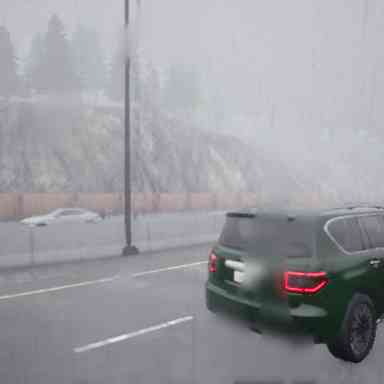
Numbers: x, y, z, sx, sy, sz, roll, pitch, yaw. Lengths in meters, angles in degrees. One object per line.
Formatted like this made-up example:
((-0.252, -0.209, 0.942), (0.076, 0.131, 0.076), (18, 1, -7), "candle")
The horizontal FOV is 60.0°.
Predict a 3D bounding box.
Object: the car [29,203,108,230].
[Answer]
((-8.808, 1.671, 24.046), (5.008, 1.535, 1.882), (0, 0, -41), "car")

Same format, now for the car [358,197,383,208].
((28.554, 1.620, 53.149), (5.008, 1.535, 1.882), (0, 0, -42), "car")

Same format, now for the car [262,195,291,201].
((12.172, 1.426, 47.772), (5.566, 2.045, 2.150), (-1, 0, -42), "car")

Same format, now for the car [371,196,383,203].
((42.181, 1.705, 74.961), (4.181, 1.385, 1.994), (0, 0, -42), "car")

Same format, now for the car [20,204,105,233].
((-7.849, 1.692, 20.275), (4.674, 1.442, 1.812), (0, 0, -40), "car")

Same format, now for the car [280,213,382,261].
((5.717, 1.647, 13.331), (4.718, 1.301, 1.895), (0, 0, -41), "car")

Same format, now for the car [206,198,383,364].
((2.756, 1.244, 6.181), (5.566, 2.045, 2.150), (0, 0, -39), "car")

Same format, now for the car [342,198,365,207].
((27.808, 1.732, 57.180), (4.181, 1.385, 1.994), (0, 0, -42), "car")
